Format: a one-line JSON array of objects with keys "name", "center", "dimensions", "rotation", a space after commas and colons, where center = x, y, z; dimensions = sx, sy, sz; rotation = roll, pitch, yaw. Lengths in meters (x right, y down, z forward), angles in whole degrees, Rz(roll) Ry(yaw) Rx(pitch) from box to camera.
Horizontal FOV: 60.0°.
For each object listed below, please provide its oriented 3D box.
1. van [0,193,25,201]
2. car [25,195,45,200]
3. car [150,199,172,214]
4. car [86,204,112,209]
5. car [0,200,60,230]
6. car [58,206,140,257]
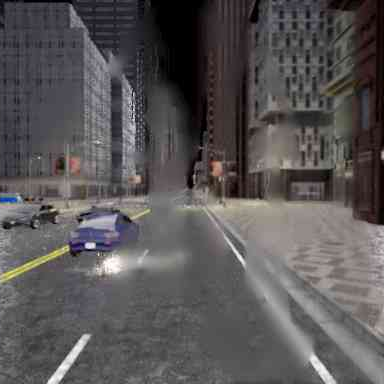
[{"name": "van", "center": [-30.568, 1.110, 55.326], "dimensions": [3.998, 1.788, 1.690], "rotation": [0, 1, 0]}, {"name": "car", "center": [-30.566, 1.199, 63.853], "dimensions": [4.313, 1.339, 1.947], "rotation": [0, 1, 0]}, {"name": "car", "center": [-3.164, 1.452, 34.254], "dimensions": [1.994, 1.385, 4.181], "rotation": [0, 0, 0]}, {"name": "car", "center": [-6.563, 1.526, 23.498], "dimensions": [1.895, 1.301, 4.718], "rotation": [0, 0, 0]}, {"name": "car", "center": [-9.828, 1.442, 20.649], "dimensions": [1.837, 1.490, 4.892], "rotation": [0, 0, 0]}, {"name": "car", "center": [-3.156, 1.485, 12.631], "dimensions": [1.812, 1.442, 4.674], "rotation": [0, 0, 0]}]
